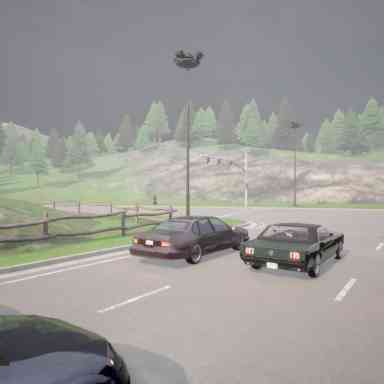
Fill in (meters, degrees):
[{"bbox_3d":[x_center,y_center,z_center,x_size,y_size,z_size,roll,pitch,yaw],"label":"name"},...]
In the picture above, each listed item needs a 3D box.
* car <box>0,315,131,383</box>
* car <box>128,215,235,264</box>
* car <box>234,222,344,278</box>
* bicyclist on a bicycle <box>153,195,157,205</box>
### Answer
[{"bbox_3d":[-2.365,1.564,2.056,1.994,1.385,4.181,0,0,35],"label":"car"},{"bbox_3d":[0.174,1.547,11.918,2.033,1.411,5.357,0,0,35],"label":"car"},{"bbox_3d":[3.342,1.601,10.338,1.895,1.301,4.718,0,0,35],"label":"car"},{"bbox_3d":[-5.794,1.302,51.935,0.582,1.620,1.656,0,0,14],"label":"bicyclist on a bicycle"}]
